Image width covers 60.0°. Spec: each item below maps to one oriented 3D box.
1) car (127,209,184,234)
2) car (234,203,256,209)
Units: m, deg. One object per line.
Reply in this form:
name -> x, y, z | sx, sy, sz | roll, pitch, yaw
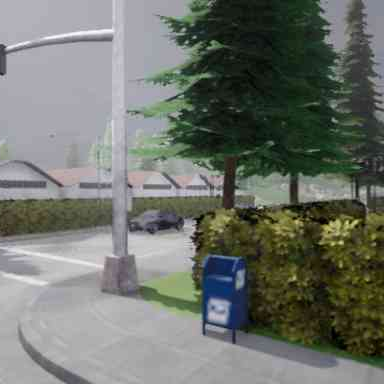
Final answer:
car -> -2.374, 1.826, 21.493 | 1.994, 1.385, 4.181 | 0, 0, 36
car -> 4.368, 1.751, 30.850 | 2.128, 1.511, 4.902 | 0, 0, 36
